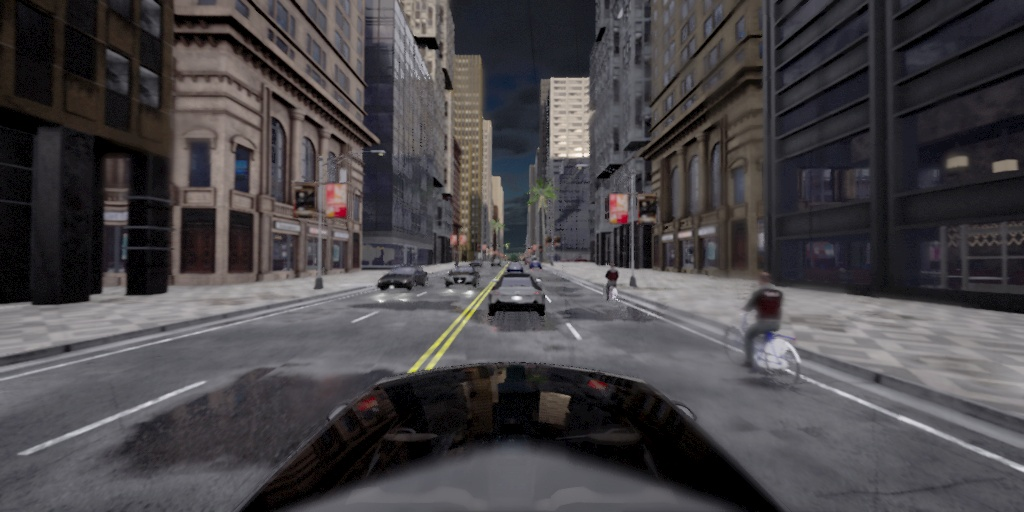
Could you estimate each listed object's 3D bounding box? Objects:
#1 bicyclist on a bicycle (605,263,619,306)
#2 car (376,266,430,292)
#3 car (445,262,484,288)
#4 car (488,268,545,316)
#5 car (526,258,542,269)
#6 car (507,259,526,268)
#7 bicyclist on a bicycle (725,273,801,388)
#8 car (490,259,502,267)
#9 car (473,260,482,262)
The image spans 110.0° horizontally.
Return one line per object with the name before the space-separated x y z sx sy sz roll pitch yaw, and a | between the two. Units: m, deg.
bicyclist on a bicycle | 4.231 1.180 15.340 0.659 1.776 1.843 0 0 0
car | -6.468 1.310 21.987 2.033 1.411 5.357 0 0 0
car | -3.202 1.346 24.008 1.994 1.385 4.181 0 0 0
car | 0.172 1.348 13.682 1.994 1.385 4.181 0 0 0
car | 3.740 1.339 57.959 1.812 1.442 4.674 0 0 1
car | 0.390 1.365 44.138 1.994 1.385 4.181 0 0 0
bicyclist on a bicycle | 4.165 1.157 6.116 0.659 1.776 1.843 0 0 0
car | -2.828 1.280 64.877 1.837 1.490 4.892 0 0 1
car | -6.105 1.366 62.609 1.895 1.301 4.718 0 0 1
